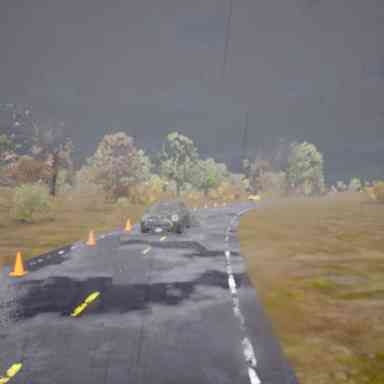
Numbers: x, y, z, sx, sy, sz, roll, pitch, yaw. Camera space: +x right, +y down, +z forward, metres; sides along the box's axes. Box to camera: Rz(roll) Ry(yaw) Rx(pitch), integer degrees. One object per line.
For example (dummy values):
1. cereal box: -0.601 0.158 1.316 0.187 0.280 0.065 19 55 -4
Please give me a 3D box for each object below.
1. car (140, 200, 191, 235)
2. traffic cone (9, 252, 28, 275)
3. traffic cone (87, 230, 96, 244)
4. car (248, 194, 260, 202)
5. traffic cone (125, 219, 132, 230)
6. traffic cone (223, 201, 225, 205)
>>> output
1. car: -1.348 1.280 18.496 2.097 1.767 4.553 0 0 8
2. traffic cone: -4.685 1.911 9.003 0.340 0.580 0.340 0 0 4
3. traffic cone: -4.259 1.894 14.076 0.340 0.580 0.340 0 0 6
4. car: 12.251 1.247 65.879 1.882 1.535 5.008 0 0 19
5. traffic cone: -3.663 1.877 19.131 0.340 0.580 0.340 0 0 8
6. traffic cone: 5.202 1.764 53.563 0.340 0.580 0.340 0 0 21
